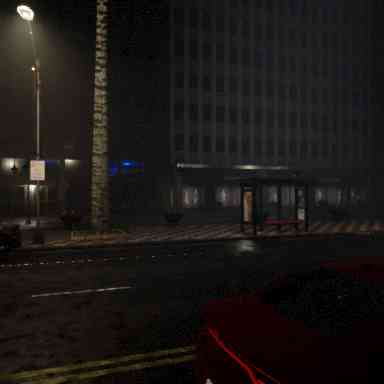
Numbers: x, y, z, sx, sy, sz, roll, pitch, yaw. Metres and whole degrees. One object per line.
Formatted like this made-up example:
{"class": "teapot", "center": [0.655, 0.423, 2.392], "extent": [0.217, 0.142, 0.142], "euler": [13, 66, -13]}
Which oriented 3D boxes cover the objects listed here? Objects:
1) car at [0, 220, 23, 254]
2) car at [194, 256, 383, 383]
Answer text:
{"class": "car", "center": [-8.174, 1.481, 10.686], "extent": [4.892, 1.521, 2.231], "euler": [0, 0, -19]}
{"class": "car", "center": [2.517, 1.477, 3.545], "extent": [5.008, 1.535, 1.882], "euler": [0, 0, -19]}
